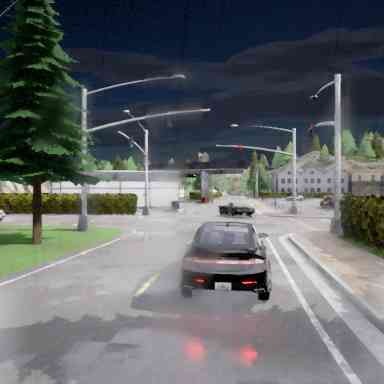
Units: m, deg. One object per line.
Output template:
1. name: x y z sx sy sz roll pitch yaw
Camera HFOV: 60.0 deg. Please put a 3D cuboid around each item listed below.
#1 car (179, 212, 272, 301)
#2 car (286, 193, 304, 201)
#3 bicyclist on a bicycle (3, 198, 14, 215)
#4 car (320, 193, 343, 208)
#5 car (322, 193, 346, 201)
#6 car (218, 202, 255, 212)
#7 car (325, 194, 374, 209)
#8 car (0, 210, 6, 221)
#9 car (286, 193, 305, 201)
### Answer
1. car: 0.893 1.492 8.427 2.128 1.511 4.902 0 0 8
2. car: 23.431 1.361 75.671 3.806 1.475 1.970 0 0 8
3. bicyclist on a bicycle: -17.932 1.453 32.567 0.582 1.620 1.656 0 0 7
4. car: 18.710 1.330 41.740 5.027 1.636 2.152 0 0 8
5. car: 31.833 1.097 74.527 4.605 1.855 1.932 0 0 8
6. car: 3.963 1.601 30.658 1.895 1.301 4.718 0 0 -15
7. car: 18.325 1.340 38.627 4.514 1.523 2.007 0 0 8
8. car: -16.558 1.526 25.230 4.674 1.442 1.812 0 0 8
9. car: 24.500 1.077 78.878 3.866 1.878 1.905 0 0 8
